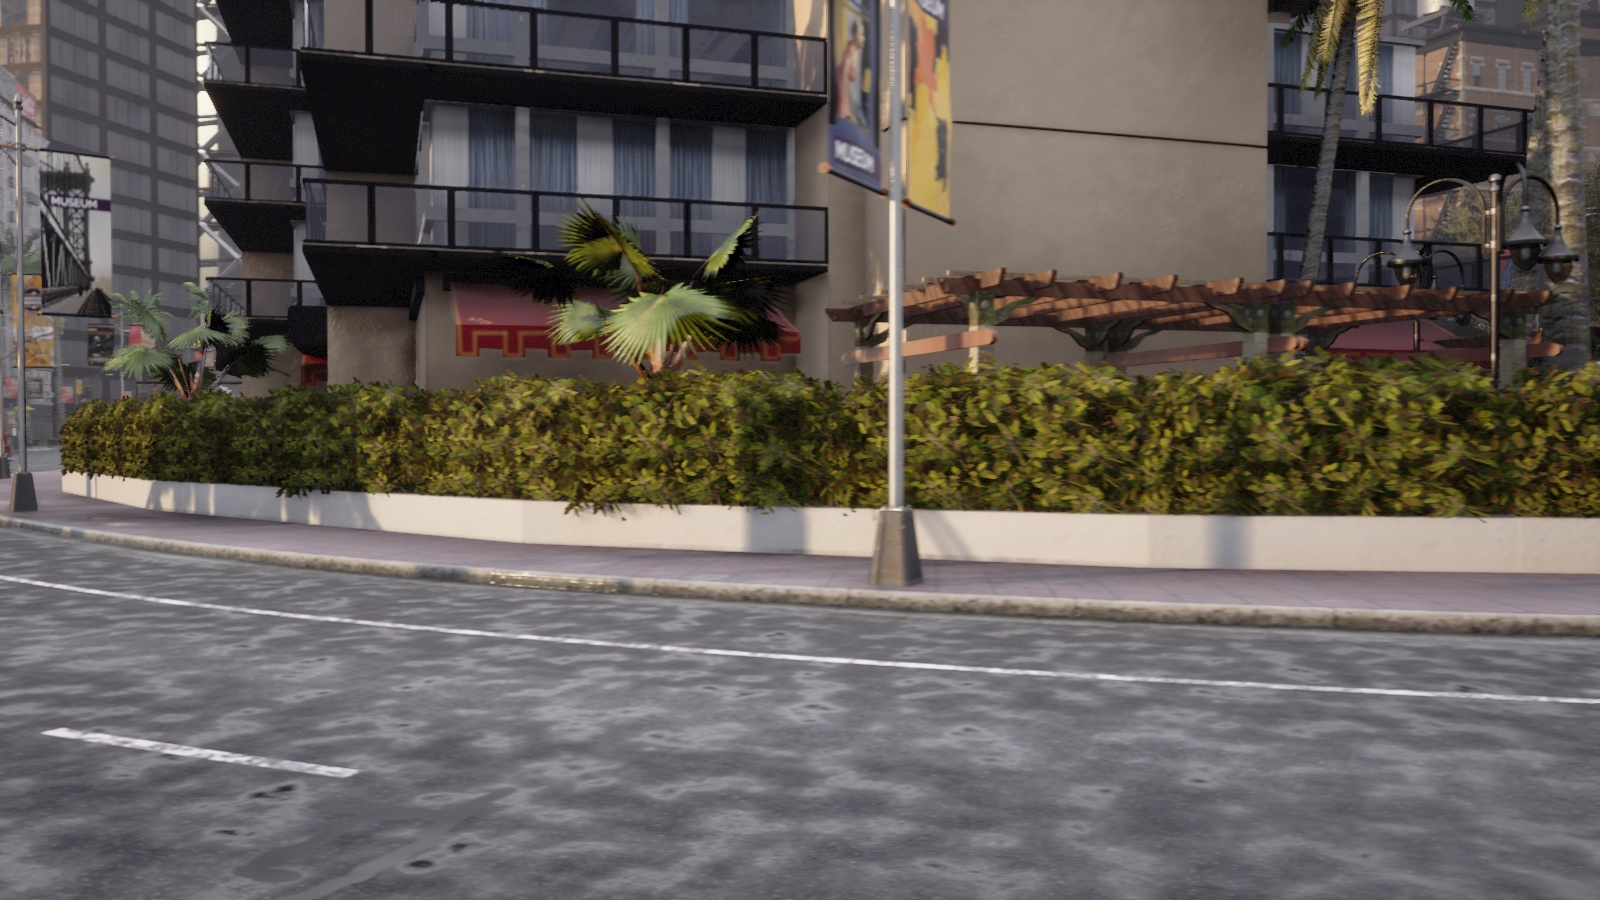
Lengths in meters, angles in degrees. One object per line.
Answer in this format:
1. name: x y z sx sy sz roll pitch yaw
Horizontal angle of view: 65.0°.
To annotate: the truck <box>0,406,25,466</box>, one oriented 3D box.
1. truck: -34.541 -0.585 52.336 2.627 2.467 5.204 0 1 -18
